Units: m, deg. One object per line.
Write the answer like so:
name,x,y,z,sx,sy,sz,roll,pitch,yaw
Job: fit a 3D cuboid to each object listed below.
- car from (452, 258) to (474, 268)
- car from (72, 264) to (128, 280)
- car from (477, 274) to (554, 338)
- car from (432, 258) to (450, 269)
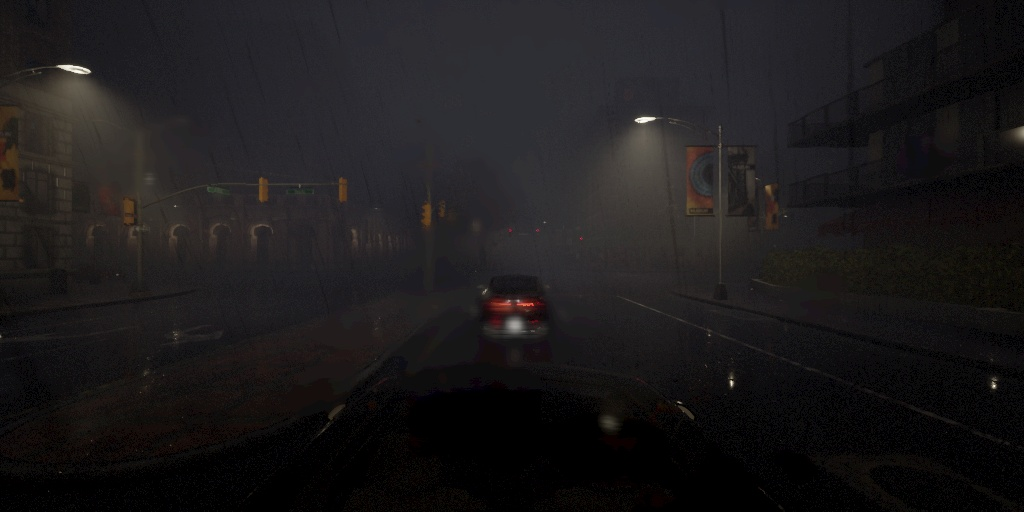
car,-8.023,1.241,59.087,2.128,1.511,4.902,0,0,0
car,-33.475,1.314,28.596,4.181,1.385,1.994,0,0,0
car,0.081,1.255,10.180,1.837,1.490,4.892,0,0,0
car,-11.569,1.102,55.980,2.097,1.767,4.553,0,0,1
